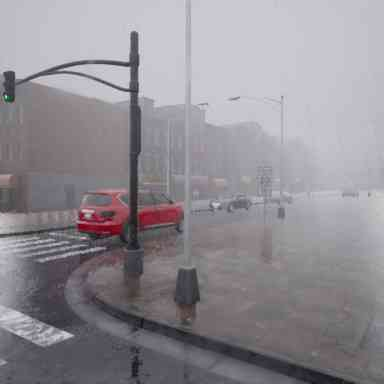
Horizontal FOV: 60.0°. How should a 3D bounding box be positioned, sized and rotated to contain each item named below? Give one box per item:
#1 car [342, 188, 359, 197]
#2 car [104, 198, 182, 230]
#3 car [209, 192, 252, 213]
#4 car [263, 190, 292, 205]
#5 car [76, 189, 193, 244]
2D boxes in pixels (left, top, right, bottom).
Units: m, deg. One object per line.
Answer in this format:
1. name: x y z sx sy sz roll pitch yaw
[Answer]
1. car: 25.047 0.088 52.483 2.033 1.411 5.357 0 2 35
2. car: -2.640 1.127 18.754 1.994 1.385 4.181 0 2 36
3. car: 3.193 0.794 26.934 2.128 1.511 4.902 0 2 35
4. car: 9.160 0.572 35.293 1.812 1.442 4.674 0 2 36
5. car: -2.221 0.891 14.264 2.150 2.045 5.566 0 2 35
